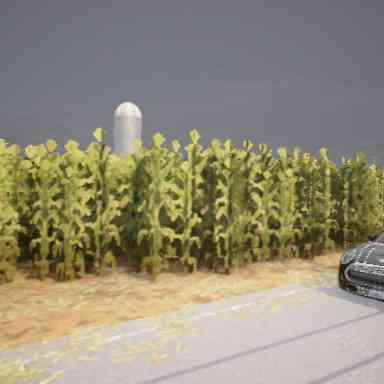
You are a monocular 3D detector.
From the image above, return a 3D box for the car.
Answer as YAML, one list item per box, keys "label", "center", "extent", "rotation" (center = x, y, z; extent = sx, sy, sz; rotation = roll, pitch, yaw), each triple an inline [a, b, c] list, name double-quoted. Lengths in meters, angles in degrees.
- label: "car"
  center: [5.501, 1.464, 7.902]
  extent: [4.553, 1.767, 2.097]
  rotation: [1, 0, -35]
